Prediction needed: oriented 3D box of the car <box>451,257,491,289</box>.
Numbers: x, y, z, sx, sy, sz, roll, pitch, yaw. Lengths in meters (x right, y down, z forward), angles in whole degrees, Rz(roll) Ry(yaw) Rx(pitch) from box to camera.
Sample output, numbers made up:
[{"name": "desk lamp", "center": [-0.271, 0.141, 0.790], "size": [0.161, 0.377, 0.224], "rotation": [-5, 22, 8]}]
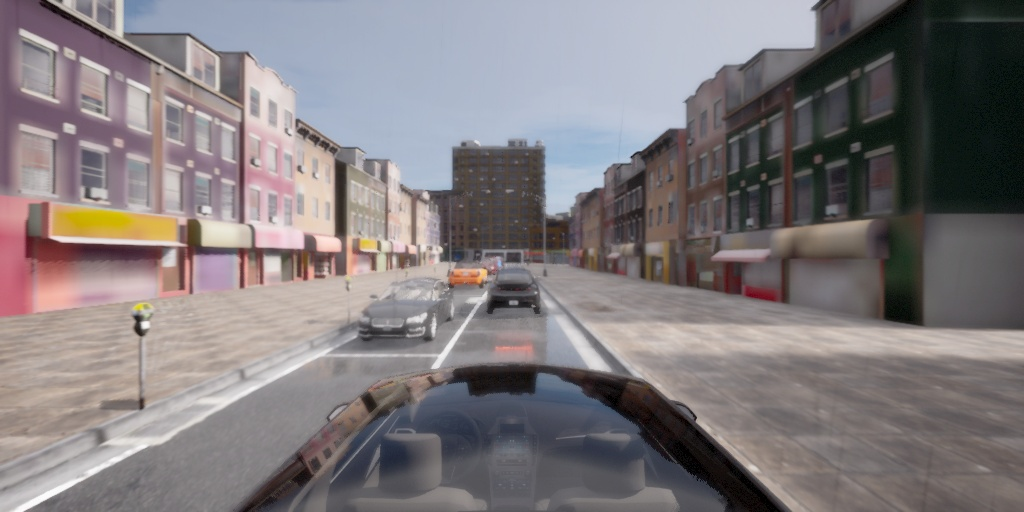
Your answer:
[{"name": "car", "center": [-2.745, 1.092, 23.399], "size": [2.097, 1.767, 4.553], "rotation": [0, 0, 0]}]

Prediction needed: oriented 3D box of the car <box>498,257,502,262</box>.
[{"name": "car", "center": [-2.628, 1.050, 42.413], "size": [2.192, 1.841, 5.009], "rotation": [0, 0, 0]}]

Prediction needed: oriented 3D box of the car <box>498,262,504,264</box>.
[{"name": "car", "center": [0.069, 1.341, 27.729], "size": [1.895, 1.301, 4.718], "rotation": [0, 0, 0]}]

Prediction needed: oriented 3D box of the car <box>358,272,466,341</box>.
[{"name": "car", "center": [-2.636, 1.295, 9.749], "size": [2.007, 1.370, 4.403], "rotation": [0, 0, 0]}]

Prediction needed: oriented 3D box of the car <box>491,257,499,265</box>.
[{"name": "car", "center": [-2.629, 1.178, 36.969], "size": [1.967, 1.591, 4.097], "rotation": [0, 0, 0]}]

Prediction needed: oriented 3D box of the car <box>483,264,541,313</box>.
[{"name": "car", "center": [0.075, 1.248, 13.940], "size": [1.837, 1.490, 4.892], "rotation": [0, 0, 0]}]
